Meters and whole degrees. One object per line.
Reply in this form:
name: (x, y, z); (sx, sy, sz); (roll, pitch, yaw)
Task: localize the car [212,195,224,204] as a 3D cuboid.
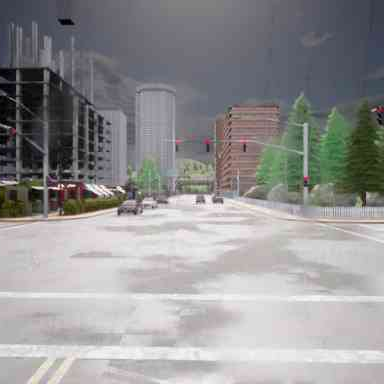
car: (5.203, 1.526, 65.757); (1.812, 1.442, 4.674); (0, 0, 1)

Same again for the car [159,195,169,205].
car: (-5.485, 1.351, 60.895); (2.097, 1.767, 4.553); (0, 0, 2)

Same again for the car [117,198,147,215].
car: (-6.189, 1.526, 33.709); (1.812, 1.442, 4.674); (0, 0, 2)

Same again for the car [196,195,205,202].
car: (1.918, 1.326, 74.708); (1.837, 1.490, 4.892); (0, 0, 1)

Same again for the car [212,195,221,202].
car: (5.418, 1.422, 74.654); (1.895, 1.301, 4.718); (0, 0, 1)

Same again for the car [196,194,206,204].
car: (1.697, 1.601, 65.523); (1.895, 1.301, 4.718); (0, 0, 1)

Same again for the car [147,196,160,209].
car: (-5.887, 1.525, 45.358); (1.812, 1.442, 4.674); (0, 0, 1)
